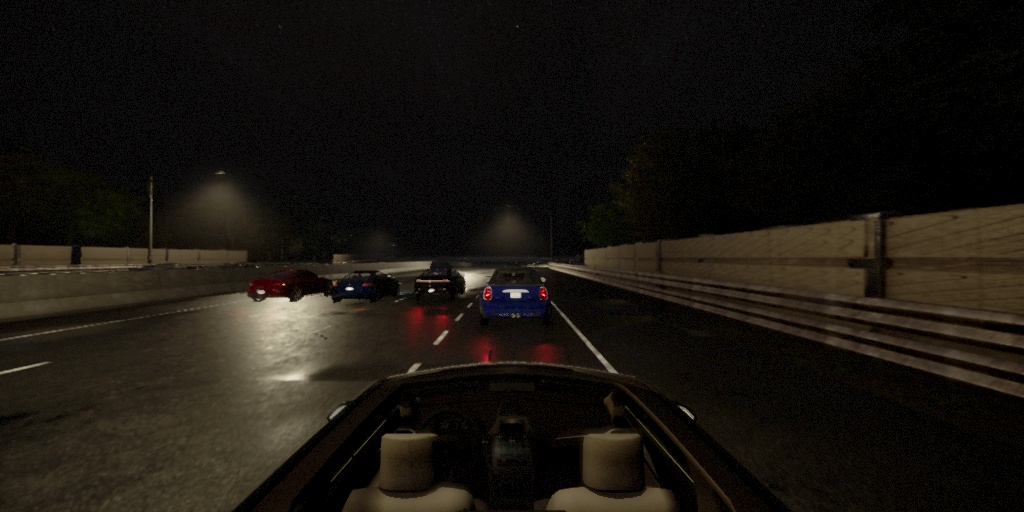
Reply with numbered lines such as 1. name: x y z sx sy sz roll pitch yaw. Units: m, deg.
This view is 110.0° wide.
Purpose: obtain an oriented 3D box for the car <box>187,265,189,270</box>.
1. car: -31.568 1.393 32.734 1.882 1.535 5.008 0 -1 0

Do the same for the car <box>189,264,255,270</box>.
1. car: -21.086 1.385 27.109 1.837 1.490 4.892 0 -1 0

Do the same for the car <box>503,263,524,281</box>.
1. car: 0.122 1.447 33.495 1.812 1.442 4.674 0 0 0

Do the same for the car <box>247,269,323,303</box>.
1. car: -10.382 1.339 17.149 1.812 1.442 4.674 0 0 0

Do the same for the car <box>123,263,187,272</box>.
1. car: -28.083 1.446 27.596 1.994 1.385 4.181 0 0 0

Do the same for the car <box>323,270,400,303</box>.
1. car: -6.895 1.378 17.234 1.994 1.385 4.181 0 0 0

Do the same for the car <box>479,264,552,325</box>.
1. car: 0.103 1.135 12.162 2.097 1.767 4.553 0 0 0

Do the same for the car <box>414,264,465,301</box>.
1. car: -3.495 1.310 17.982 2.128 1.511 4.902 0 0 0

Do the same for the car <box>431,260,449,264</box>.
1. car: -6.892 1.283 35.012 2.097 1.767 4.553 0 0 0
